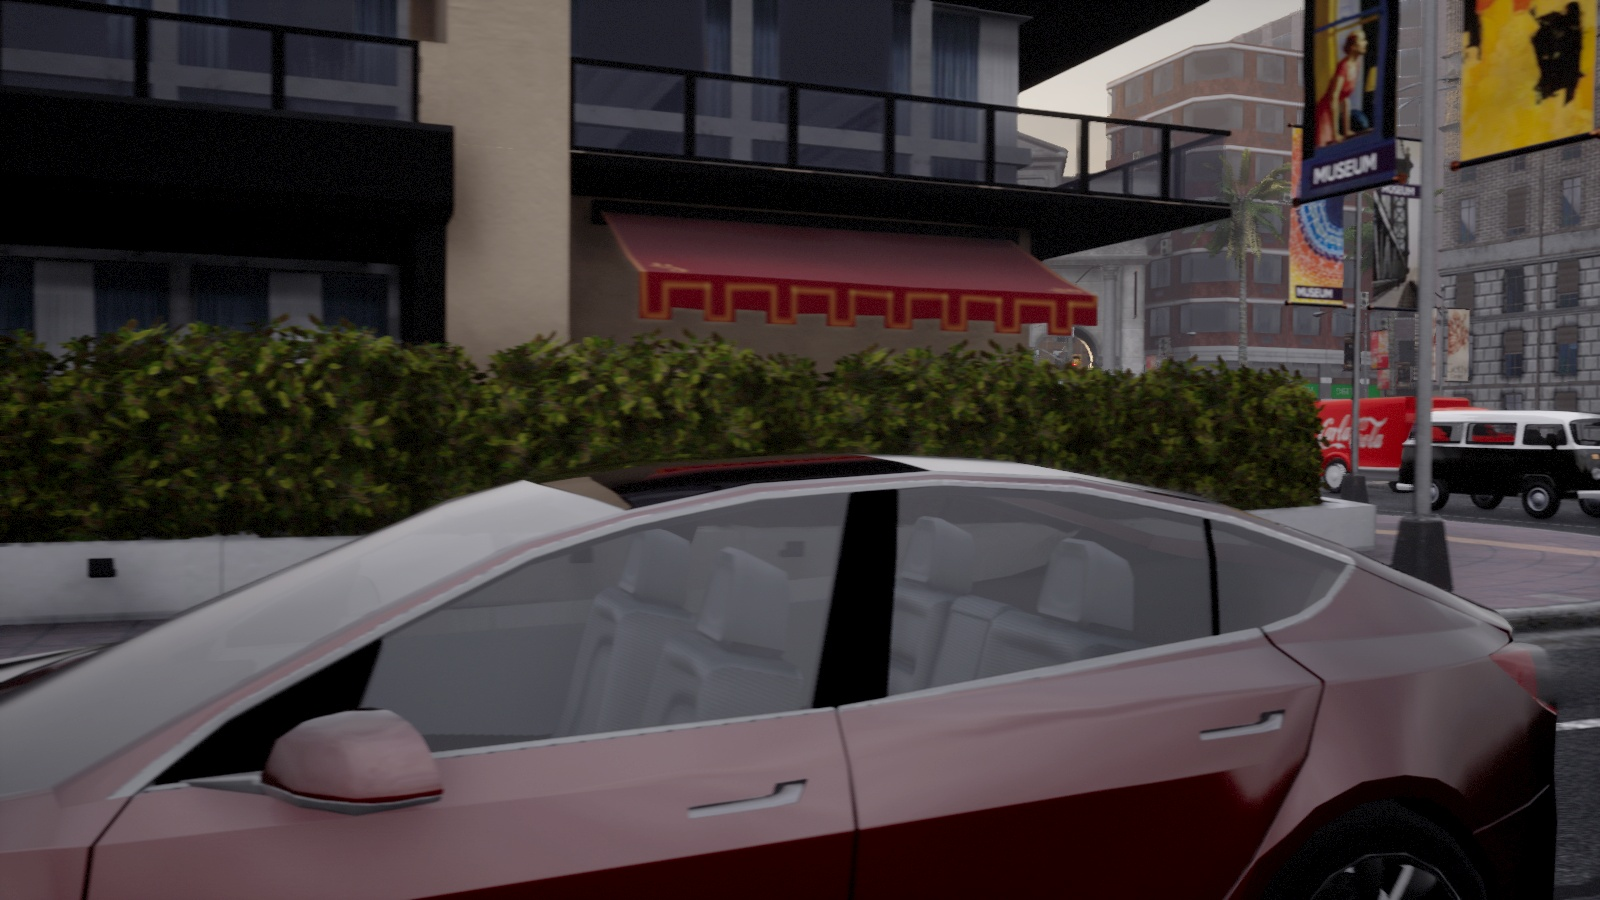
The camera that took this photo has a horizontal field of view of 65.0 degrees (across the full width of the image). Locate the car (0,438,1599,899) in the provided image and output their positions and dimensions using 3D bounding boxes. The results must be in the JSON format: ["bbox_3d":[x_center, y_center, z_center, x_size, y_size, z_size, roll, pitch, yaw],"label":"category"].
[{"bbox_3d":[-0.385,0.749,3.093,4.792,1.488,2.163,-1,1,-21],"label":"car"}]

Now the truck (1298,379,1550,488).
[{"bbox_3d":[15.330,-0.403,31.248,2.627,2.467,5.204,-1,0,-20],"label":"truck"}]

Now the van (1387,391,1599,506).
[{"bbox_3d":[14.095,-0.071,24.658,2.069,2.038,4.480,-1,1,-20],"label":"van"}]
